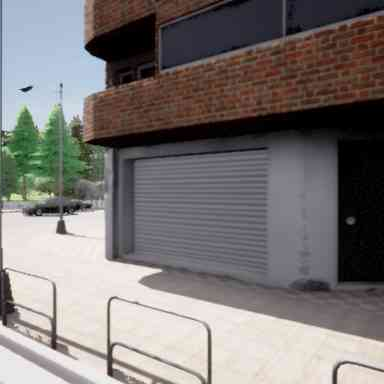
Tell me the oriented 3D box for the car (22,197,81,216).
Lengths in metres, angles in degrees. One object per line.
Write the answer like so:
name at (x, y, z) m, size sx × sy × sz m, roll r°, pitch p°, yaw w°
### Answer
car at (-13.208, 1.257, 30.843) m, size 2.097 × 1.767 × 4.553 m, roll 0°, pitch 0°, yaw 41°

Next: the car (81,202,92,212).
car at (-13.396, 1.501, 35.871) m, size 4.718 × 1.301 × 1.895 m, roll 0°, pitch 0°, yaw -44°
